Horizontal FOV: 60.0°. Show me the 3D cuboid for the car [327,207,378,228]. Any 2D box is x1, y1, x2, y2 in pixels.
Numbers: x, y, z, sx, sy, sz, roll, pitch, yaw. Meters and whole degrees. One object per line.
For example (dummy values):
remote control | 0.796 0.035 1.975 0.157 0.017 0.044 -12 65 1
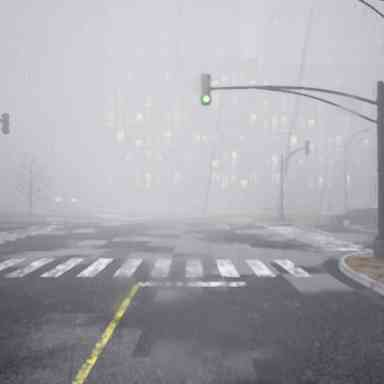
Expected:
car | 13.076 1.982 25.979 4.892 1.490 1.837 1 -1 -1
